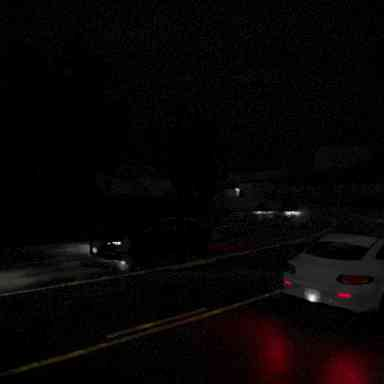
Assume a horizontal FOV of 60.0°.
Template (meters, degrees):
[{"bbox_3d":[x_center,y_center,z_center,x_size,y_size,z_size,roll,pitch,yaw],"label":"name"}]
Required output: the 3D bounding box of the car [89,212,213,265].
[{"bbox_3d":[-1.330,1.614,12.316,4.902,1.511,2.128,1,-1,-44],"label":"car"}]

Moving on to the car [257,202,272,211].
[{"bbox_3d":[11.724,2.368,54.378,1.812,1.442,4.674,-1,-1,2],"label":"car"}]

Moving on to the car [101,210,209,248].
[{"bbox_3d":[-1.647,1.728,16.760,2.033,1.411,5.357,-1,-1,44],"label":"car"}]

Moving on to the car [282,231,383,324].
[{"bbox_3d":[3.780,1.596,7.302,4.674,1.442,1.812,1,-1,-43],"label":"car"}]

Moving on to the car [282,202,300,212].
[{"bbox_3d":[15.127,2.301,51.036,1.994,1.385,4.181,-1,-1,2],"label":"car"}]
